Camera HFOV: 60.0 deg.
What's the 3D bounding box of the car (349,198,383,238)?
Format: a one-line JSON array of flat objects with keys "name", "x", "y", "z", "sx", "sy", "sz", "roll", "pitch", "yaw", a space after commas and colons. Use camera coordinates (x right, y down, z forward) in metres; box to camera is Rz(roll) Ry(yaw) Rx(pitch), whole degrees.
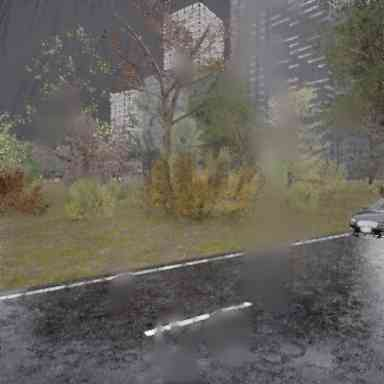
[{"name": "car", "x": 7.990, "y": 0.928, "z": 12.682, "sx": 4.902, "sy": 1.511, "sz": 2.128, "roll": -3, "pitch": 2, "yaw": -33}]
